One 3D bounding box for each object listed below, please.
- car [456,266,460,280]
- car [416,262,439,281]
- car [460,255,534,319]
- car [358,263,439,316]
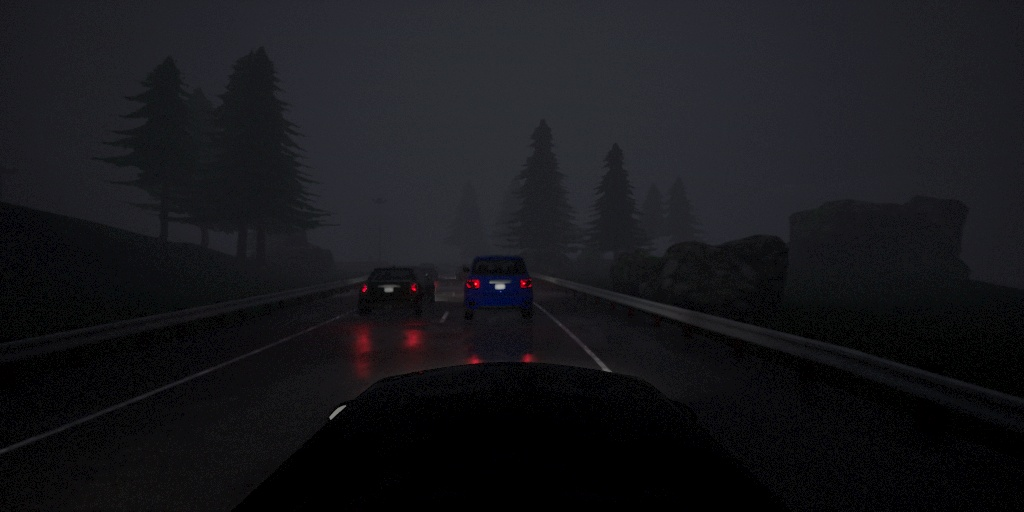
[{"bbox_3d":[-3.689,1.341,30.701,1.994,1.385,4.181,0,0,-14],"label":"car"},{"bbox_3d":[-7.454,1.316,31.392,1.812,1.442,4.674,0,0,-14],"label":"car"},{"bbox_3d":[-0.590,0.979,13.021,2.150,2.045,5.566,0,0,-5],"label":"car"},{"bbox_3d":[-4.234,1.123,13.818,2.097,1.767,4.553,0,0,-6],"label":"car"}]
